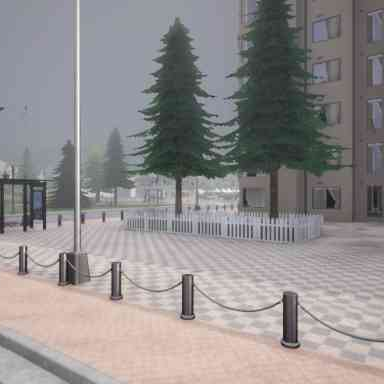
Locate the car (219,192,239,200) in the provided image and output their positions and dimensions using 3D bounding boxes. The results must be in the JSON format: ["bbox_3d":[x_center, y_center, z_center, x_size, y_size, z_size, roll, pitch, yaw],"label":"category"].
[{"bbox_3d":[9.665,1.374,84.659,3.633,1.501,1.845,0,0,35],"label":"car"}]

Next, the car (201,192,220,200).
[{"bbox_3d":[5.307,1.384,91.364,3.806,1.475,1.970,0,0,35],"label":"car"}]
